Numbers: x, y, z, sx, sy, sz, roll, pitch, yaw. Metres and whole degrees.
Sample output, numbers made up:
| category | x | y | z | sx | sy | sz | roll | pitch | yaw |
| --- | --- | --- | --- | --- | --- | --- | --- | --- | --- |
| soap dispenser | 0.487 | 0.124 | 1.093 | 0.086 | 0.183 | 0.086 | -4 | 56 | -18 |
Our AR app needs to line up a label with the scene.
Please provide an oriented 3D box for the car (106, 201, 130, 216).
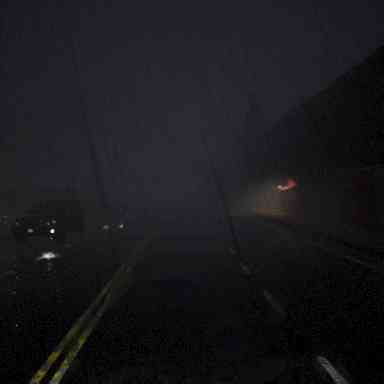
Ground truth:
| category | x | y | z | sx | sy | sz | roll | pitch | yaw |
| --- | --- | --- | --- | --- | --- | --- | --- | --- | --- |
| car | -7.924 | 1.705 | 35.821 | 1.882 | 1.535 | 5.008 | -2 | 0 | -1 |

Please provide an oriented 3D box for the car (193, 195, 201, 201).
| category | x | y | z | sx | sy | sz | roll | pitch | yaw |
| --- | --- | --- | --- | --- | --- | --- | --- | --- | --- |
| car | 1.368 | 1.423 | 85.337 | 1.812 | 1.442 | 4.674 | -2 | 0 | -1 |

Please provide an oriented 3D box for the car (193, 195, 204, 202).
| category | x | y | z | sx | sy | sz | roll | pitch | yaw |
| --- | --- | --- | --- | --- | --- | --- | --- | --- | --- |
| car | 1.628 | 1.419 | 74.923 | 1.837 | 1.490 | 4.892 | -2 | 0 | -1 |

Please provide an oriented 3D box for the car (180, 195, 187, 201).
| category | x | y | z | sx | sy | sz | roll | pitch | yaw |
| --- | --- | --- | --- | --- | --- | --- | --- | --- | --- |
| car | -2.130 | 1.506 | 85.249 | 1.837 | 1.490 | 4.892 | -2 | 0 | -1 |

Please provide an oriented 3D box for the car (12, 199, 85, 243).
| category | x | y | z | sx | sy | sz | roll | pitch | yaw |
| --- | --- | --- | --- | --- | --- | --- | --- | --- | --- |
| car | -7.561 | 1.446 | 18.202 | 2.150 | 2.045 | 5.566 | -2 | 0 | -1 |

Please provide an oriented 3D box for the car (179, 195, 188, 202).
| category | x | y | z | sx | sy | sz | roll | pitch | yaw |
| --- | --- | --- | --- | --- | --- | --- | --- | --- | --- |
| car | -1.878 | 1.579 | 75.252 | 1.994 | 1.385 | 4.181 | -2 | 0 | -1 |
